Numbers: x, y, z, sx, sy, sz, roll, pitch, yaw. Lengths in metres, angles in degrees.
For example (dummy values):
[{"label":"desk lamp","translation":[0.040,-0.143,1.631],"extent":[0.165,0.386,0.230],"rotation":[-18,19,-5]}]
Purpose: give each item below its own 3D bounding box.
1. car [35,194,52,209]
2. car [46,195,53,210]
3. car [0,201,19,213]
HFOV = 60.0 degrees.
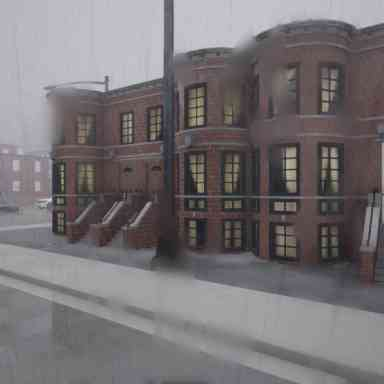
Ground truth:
[{"label":"car","translation":[-17.592,1.221,43.743],"extent":[2.150,2.045,5.566],"rotation":[0,0,36]},{"label":"car","translation":[-14.961,1.478,41.406],"extent":[1.882,1.535,5.008],"rotation":[0,0,36]},{"label":"car","translation":[-20.120,1.564,34.188],"extent":[1.994,1.385,4.181],"rotation":[0,0,36]}]
